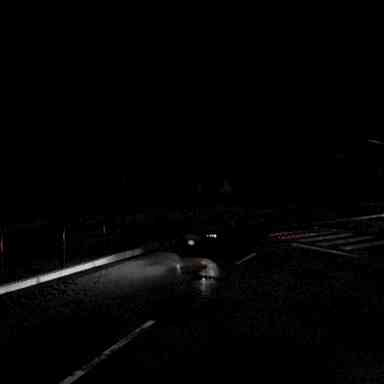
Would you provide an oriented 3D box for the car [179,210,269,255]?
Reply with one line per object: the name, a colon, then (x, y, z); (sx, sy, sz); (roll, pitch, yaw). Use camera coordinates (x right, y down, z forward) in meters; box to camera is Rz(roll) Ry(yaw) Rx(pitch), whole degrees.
car: (1.475, 1.519, 13.631); (2.128, 1.511, 4.902); (0, 0, 38)
